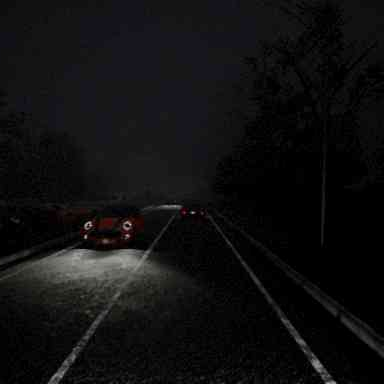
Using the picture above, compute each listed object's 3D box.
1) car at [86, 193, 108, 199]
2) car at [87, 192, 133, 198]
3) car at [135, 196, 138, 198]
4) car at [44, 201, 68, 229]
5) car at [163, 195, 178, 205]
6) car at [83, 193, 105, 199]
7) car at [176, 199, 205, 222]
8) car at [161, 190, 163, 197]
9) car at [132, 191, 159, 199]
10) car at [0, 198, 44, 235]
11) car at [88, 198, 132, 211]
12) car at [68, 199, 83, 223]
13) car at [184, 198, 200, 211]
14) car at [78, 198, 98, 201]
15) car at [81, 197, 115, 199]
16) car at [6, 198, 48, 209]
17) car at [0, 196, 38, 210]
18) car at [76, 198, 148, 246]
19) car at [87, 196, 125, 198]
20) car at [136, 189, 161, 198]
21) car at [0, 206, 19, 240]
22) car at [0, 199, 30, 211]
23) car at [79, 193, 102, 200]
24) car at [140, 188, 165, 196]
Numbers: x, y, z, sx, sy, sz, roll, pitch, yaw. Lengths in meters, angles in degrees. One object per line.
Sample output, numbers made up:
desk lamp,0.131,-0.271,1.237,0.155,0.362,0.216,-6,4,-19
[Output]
car,-23.480,1.014,82.491,4.792,1.488,2.163,0,0,0
car,-10.225,1.315,38.803,5.566,2.045,2.435,0,0,0
car,-10.157,1.631,44.354,4.792,1.488,2.163,0,0,0
car,-10.227,1.465,19.380,4.892,1.521,2.231,0,0,0
car,-3.519,1.629,58.011,1.895,1.301,4.718,0,0,0
car,-23.462,1.035,79.579,4.674,1.452,2.002,0,0,0
car,0.050,1.531,26.354,2.033,1.411,5.357,0,0,0
car,-10.366,0.986,82.517,5.008,1.535,2.097,0,1,0
car,-10.365,1.033,74.168,4.792,1.488,2.163,0,0,0
car,-10.269,1.339,16.600,4.553,1.767,2.185,0,0,0
car,-10.197,1.584,41.578,5.008,1.535,2.097,0,0,0
car,-10.413,1.466,22.148,5.366,1.575,1.946,0,0,0
car,-0.028,1.549,42.972,2.033,1.411,5.357,0,0,0
car,-10.037,1.477,24.800,5.366,1.575,1.946,0,0,0
car,-10.027,1.511,30.473,5.366,1.575,1.946,0,0,0
car,-23.256,1.616,47.026,5.008,1.535,2.097,0,0,0
car,-23.298,1.473,44.255,4.553,1.767,2.185,0,0,0
car,-3.367,1.336,15.162,2.097,1.767,4.553,0,0,0
car,-10.387,1.546,36.026,5.366,1.575,1.946,0,0,0
car,-10.410,0.871,79.738,4.553,1.767,2.185,0,0,0
car,-10.273,1.498,13.828,4.792,1.488,2.163,0,0,0
car,-23.242,1.612,41.609,4.792,1.488,2.163,0,0,0
car,-23.469,1.039,76.794,4.674,1.452,2.002,0,0,0
car,-10.392,0.715,85.309,5.566,2.045,2.435,0,1,0
